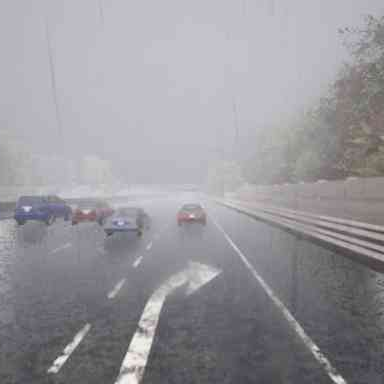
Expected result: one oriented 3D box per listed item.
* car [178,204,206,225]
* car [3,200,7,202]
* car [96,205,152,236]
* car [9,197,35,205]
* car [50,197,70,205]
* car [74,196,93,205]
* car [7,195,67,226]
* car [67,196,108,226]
[{"bbox_3d":[-0.003,1.575,24.194,1.994,1.385,4.181,0,0,0],"label":"car"},{"bbox_3d":[-28.019,1.570,52.364,1.837,1.490,4.892,0,2,1],"label":"car"},{"bbox_3d":[-3.402,1.553,18.424,2.033,1.411,5.357,0,0,0],"label":"car"},{"bbox_3d":[-31.504,1.637,61.760,2.033,1.411,5.357,0,0,0],"label":"car"},{"bbox_3d":[-24.509,1.656,61.967,1.994,1.385,4.181,0,0,0],"label":"car"},{"bbox_3d":[-21.006,1.609,64.528,2.128,1.511,4.902,0,0,0],"label":"car"},{"bbox_3d":[-10.402,1.233,23.651,2.150,2.045,5.566,0,0,0],"label":"car"},{"bbox_3d":[-6.902,1.363,23.833,2.097,1.767,4.553,0,0,0],"label":"car"}]
